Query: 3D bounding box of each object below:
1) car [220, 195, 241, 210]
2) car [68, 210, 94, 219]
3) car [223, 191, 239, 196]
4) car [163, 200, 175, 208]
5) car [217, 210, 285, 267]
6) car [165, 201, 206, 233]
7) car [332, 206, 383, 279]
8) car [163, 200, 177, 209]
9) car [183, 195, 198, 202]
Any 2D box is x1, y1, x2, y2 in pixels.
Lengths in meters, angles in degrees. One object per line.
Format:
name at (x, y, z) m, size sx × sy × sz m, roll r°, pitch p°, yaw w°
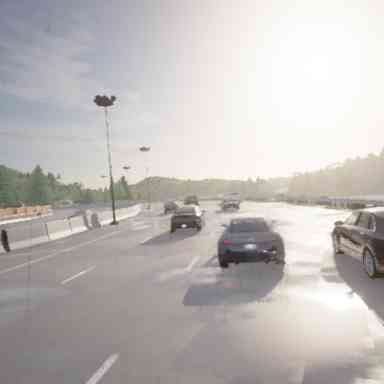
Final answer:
car at (4.487, 1.469, 40.179) m, size 1.895 × 1.301 × 4.718 m, roll -5°, pitch 0°, yaw -1°
car at (-13.249, 2.890, 40.184) m, size 2.033 × 1.411 × 5.357 m, roll -5°, pitch 0°, yaw 0°
car at (6.943, 0.996, 58.784) m, size 2.150 × 2.045 × 5.566 m, roll -4°, pitch 0°, yaw -7°
car at (-4.619, 2.299, 65.340) m, size 1.812 × 1.442 × 4.674 m, roll -4°, pitch -1°, yaw -10°
car at (1.936, 1.469, 11.211) m, size 1.994 × 1.385 × 4.181 m, roll -5°, pitch 0°, yaw 9°
car at (-0.229, 1.651, 21.334) m, size 1.837 × 1.490 × 4.892 m, roll -4°, pitch 0°, yaw 6°
car at (5.074, 1.136, 8.715) m, size 1.837 × 1.490 × 4.892 m, roll -4°, pitch 0°, yaw 9°
car at (-2.740, 1.985, 44.879) m, size 2.128 × 1.511 × 4.902 m, roll -4°, pitch 0°, yaw -3°
car at (-0.238, 1.599, 60.185) m, size 2.150 × 2.045 × 5.566 m, roll -4°, pitch -1°, yaw -8°
